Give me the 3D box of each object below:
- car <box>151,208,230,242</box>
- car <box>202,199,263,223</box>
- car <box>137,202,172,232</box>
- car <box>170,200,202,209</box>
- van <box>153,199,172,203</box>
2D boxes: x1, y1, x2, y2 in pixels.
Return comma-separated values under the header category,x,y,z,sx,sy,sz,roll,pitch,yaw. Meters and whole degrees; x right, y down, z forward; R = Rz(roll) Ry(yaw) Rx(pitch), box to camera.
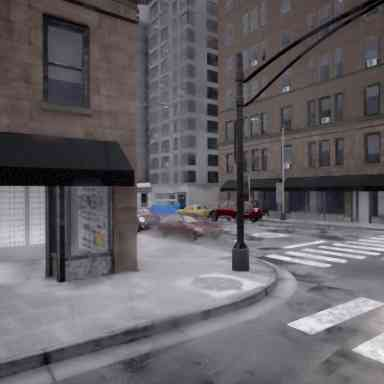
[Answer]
category,x,y,z,sx,sy,sz,roll,pitch,yaw
car,-0.227,1.778,17.639,1.802,1.307,4.206,-1,0,-36
car,3.468,1.521,27.088,2.192,1.841,5.009,-1,0,-36
car,-3.446,1.705,22.107,1.967,1.590,4.097,-1,0,-36
car,0.158,1.803,31.694,1.752,1.417,4.829,-1,0,-36
van,-2.963,1.688,36.022,1.690,1.788,3.998,-1,0,-36
